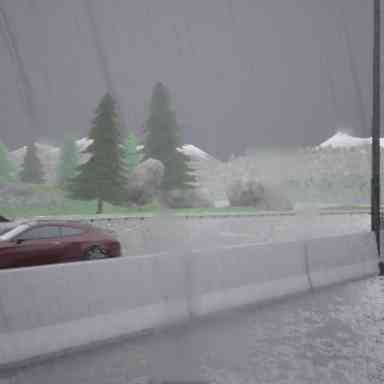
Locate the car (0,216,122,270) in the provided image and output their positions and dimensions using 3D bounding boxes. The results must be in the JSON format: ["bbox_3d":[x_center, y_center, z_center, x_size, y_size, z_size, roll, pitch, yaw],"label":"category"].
[{"bbox_3d":[-4.312,1.517,9.372,4.674,1.442,1.812,1,0,-34],"label":"car"}]

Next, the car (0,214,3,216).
[{"bbox_3d":[-9.404,1.560,14.353,4.718,1.301,1.895,1,0,-35],"label":"car"}]
